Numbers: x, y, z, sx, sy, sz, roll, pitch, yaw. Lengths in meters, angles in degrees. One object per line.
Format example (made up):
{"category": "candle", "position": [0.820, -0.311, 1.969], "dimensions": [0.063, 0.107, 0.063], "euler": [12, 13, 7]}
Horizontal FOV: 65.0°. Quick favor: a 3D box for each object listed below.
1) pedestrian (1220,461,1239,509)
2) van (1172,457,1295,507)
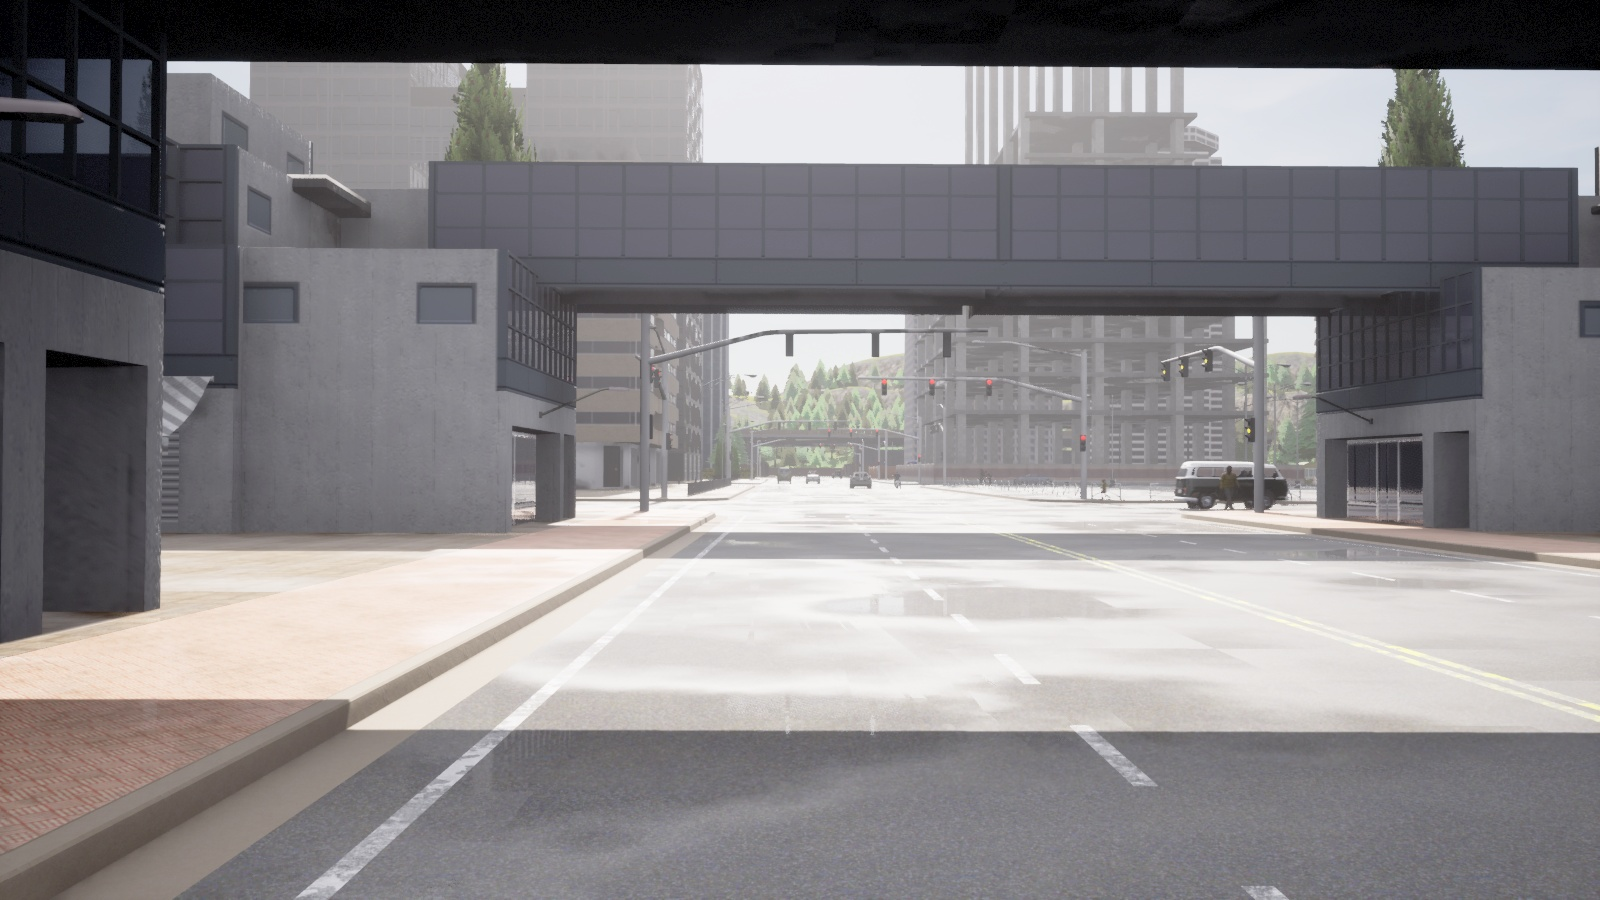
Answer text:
{"category": "pedestrian", "position": [16.411, 1.332, 48.023], "dimensions": [0.431, 1.840, 0.709], "euler": [0, -1, -2]}
{"category": "van", "position": [18.317, 1.355, 53.174], "dimensions": [4.480, 2.038, 2.069], "euler": [0, -1, 0]}
